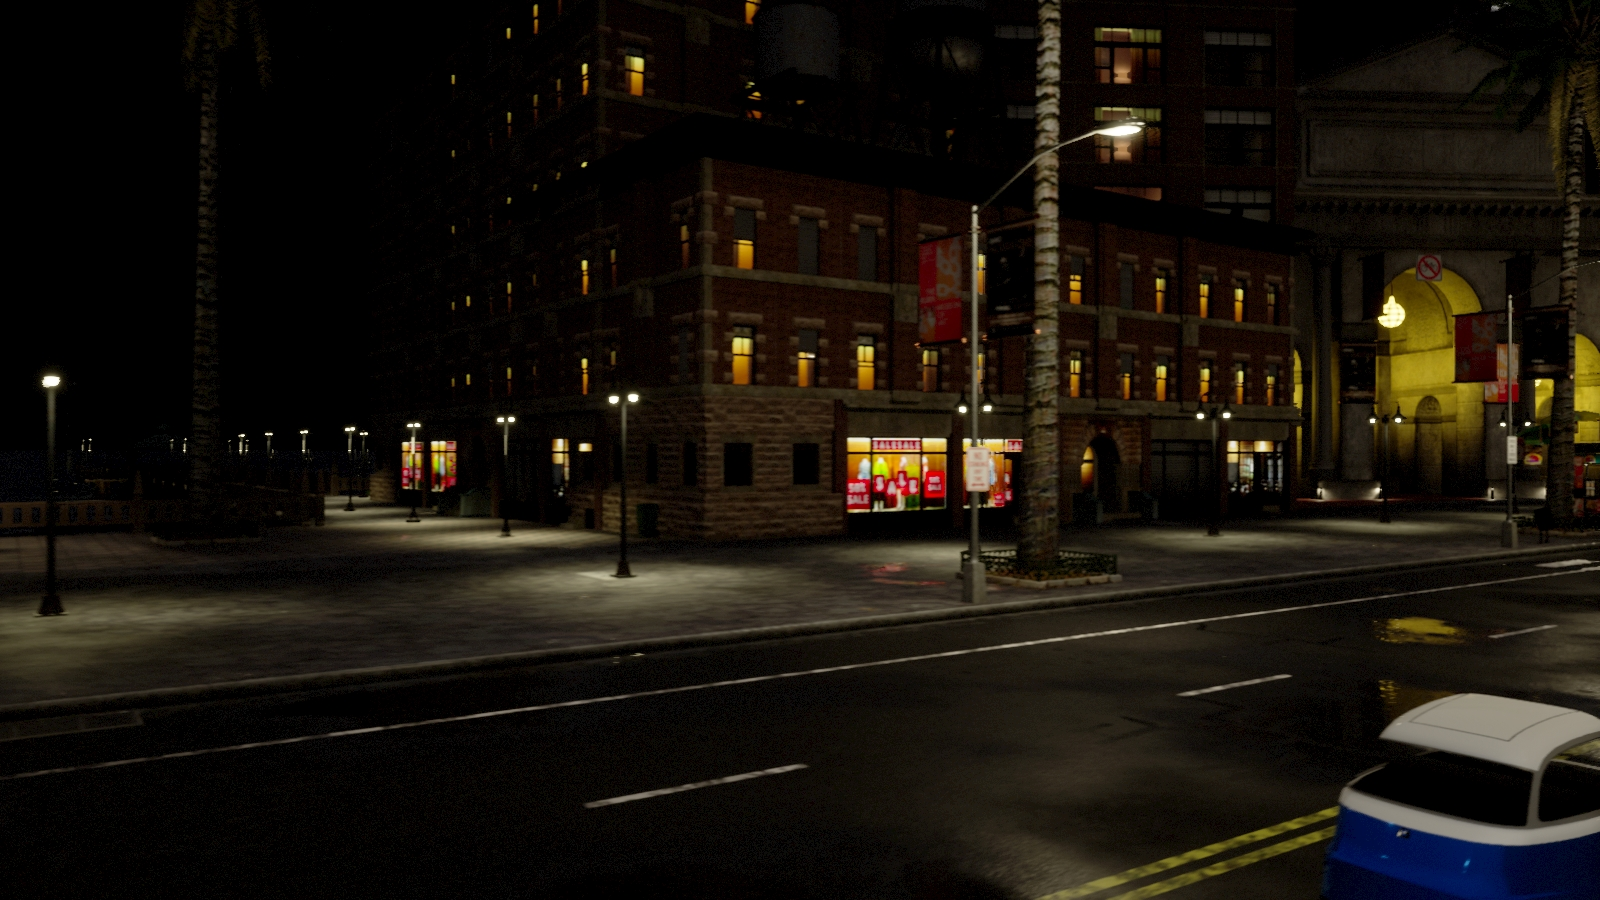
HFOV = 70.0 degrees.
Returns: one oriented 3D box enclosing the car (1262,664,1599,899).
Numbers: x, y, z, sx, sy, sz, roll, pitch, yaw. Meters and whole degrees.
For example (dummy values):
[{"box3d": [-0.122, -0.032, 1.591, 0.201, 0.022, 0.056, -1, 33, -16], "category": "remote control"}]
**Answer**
[{"box3d": [3.921, 2.126, 6.414, 2.207, 1.376, 1.481, 0, 0, -34], "category": "car"}]
